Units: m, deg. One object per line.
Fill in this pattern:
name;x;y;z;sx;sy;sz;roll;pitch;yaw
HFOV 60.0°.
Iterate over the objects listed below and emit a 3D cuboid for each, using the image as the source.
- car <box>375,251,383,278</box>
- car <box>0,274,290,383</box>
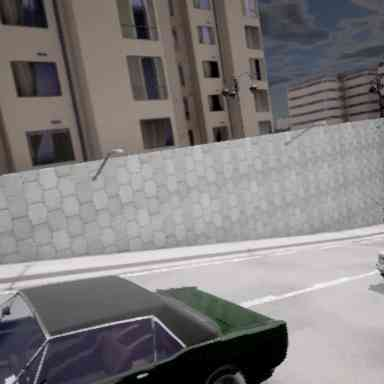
car;6.940;1.753;8.937;4.718;1.301;1.895;1;-1;-35
car;-1.328;1.617;3.044;4.718;1.301;1.895;0;0;-36
